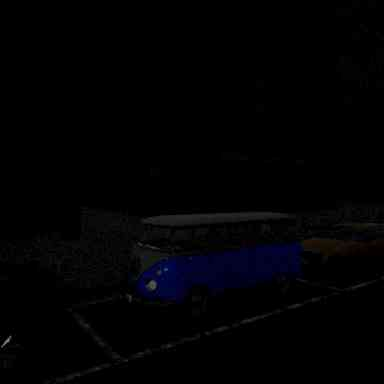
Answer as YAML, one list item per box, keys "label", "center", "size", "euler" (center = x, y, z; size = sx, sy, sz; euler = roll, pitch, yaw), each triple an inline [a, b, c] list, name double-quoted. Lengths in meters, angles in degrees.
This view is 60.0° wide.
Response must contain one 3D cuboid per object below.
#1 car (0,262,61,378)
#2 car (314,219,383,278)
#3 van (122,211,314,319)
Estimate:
- label: "car"
  center: [-3.834, 1.566, 3.916]
  size: [4.313, 1.339, 1.947]
  euler: [0, 0, -36]
- label: "car"
  center: [4.880, 1.523, 10.135]
  size: [4.829, 1.417, 1.752]
  euler: [0, 0, -36]
- label: "van"
  center: [0.592, 1.340, 7.075]
  size: [3.998, 1.788, 1.690]
  euler: [0, 0, -36]
